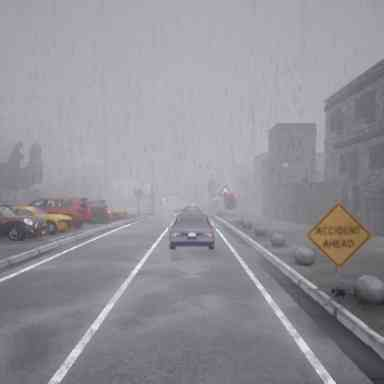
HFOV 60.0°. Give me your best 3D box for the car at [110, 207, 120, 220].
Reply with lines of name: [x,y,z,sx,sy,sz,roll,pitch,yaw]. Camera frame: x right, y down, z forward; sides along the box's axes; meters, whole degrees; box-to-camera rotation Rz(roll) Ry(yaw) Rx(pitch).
car: [-9.569,1.814,31.377,4.553,1.767,2.185,0,-2,0]

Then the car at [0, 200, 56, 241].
car: [-9.469,1.397,16.201,4.553,1.767,2.185,0,-1,-1]

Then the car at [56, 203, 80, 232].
car: [-9.469,1.593,19.233,5.008,1.535,2.097,0,-1,-1]

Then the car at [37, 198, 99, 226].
car: [-9.519,1.411,22.156,5.566,2.045,2.435,0,-2,0]

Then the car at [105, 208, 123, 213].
car: [-21.757,5.068,92.803,4.674,1.452,2.002,0,-3,0]

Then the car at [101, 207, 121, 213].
car: [-21.779,4.859,89.661,5.008,1.535,2.097,0,-3,0]

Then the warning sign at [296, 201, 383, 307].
warning sign: [2.847,1.121,6.483,1.300,1.860,1.060,0,0,0]

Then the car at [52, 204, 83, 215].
car: [-21.940,3.081,58.827,4.553,1.767,2.185,0,-3,0]

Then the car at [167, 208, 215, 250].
car: [0.000,1.643,14.658,2.033,1.411,5.357,0,-1,0]

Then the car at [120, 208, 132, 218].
car: [-9.366,2.043,34.290,5.366,1.575,1.946,0,-2,0]

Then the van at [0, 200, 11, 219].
van: [-21.704,1.843,34.892,4.442,1.987,1.878,0,-2,0]

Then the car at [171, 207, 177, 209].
car: [-3.121,4.254,75.925,1.895,1.301,4.718,0,-3,0]

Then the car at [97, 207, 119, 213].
car: [-21.782,4.685,86.393,4.892,1.521,2.231,0,-3,0]

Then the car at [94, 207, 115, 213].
car: [-21.799,4.549,83.119,4.674,1.452,2.002,0,-3,0]

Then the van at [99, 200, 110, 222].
van: [-9.641,1.616,28.345,4.442,1.987,1.878,0,-2,0]
